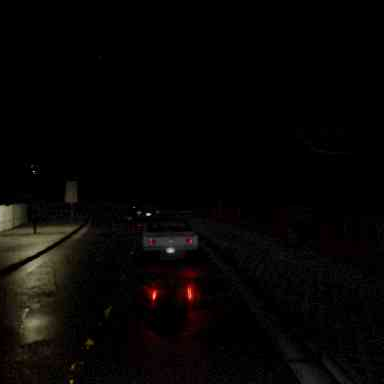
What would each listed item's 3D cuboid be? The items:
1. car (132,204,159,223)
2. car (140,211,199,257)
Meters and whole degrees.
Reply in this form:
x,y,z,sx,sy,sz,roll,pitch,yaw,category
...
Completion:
x,y,z,sx,sy,sz,roll,pitch,yaw,category
-3.726,1.636,26.678,1.994,1.385,4.181,0,0,-14,car
-0.983,1.642,13.115,1.895,1.301,4.718,0,0,-7,car
